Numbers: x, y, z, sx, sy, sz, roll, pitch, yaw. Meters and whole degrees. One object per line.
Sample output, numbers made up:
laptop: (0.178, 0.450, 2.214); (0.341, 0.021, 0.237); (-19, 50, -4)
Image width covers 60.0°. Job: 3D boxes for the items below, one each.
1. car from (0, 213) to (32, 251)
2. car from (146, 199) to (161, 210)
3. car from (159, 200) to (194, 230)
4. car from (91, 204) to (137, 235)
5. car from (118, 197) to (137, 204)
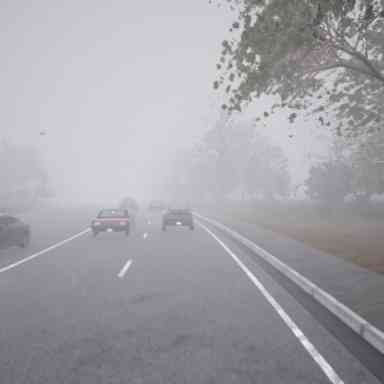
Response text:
car: (-7.473, 1.526, 12.064); (1.812, 1.442, 4.674); (0, 0, -3)
car: (-4.584, 1.543, 41.814); (1.994, 1.385, 4.181); (0, 0, -14)
car: (-0.988, 1.494, 20.976); (1.837, 1.490, 4.892); (0, 0, -6)
car: (-4.252, 1.593, 18.646); (1.895, 1.301, 4.718); (0, 0, -5)
car: (-7.916, 1.331, 40.706); (2.097, 1.767, 4.553); (0, 0, -13)
